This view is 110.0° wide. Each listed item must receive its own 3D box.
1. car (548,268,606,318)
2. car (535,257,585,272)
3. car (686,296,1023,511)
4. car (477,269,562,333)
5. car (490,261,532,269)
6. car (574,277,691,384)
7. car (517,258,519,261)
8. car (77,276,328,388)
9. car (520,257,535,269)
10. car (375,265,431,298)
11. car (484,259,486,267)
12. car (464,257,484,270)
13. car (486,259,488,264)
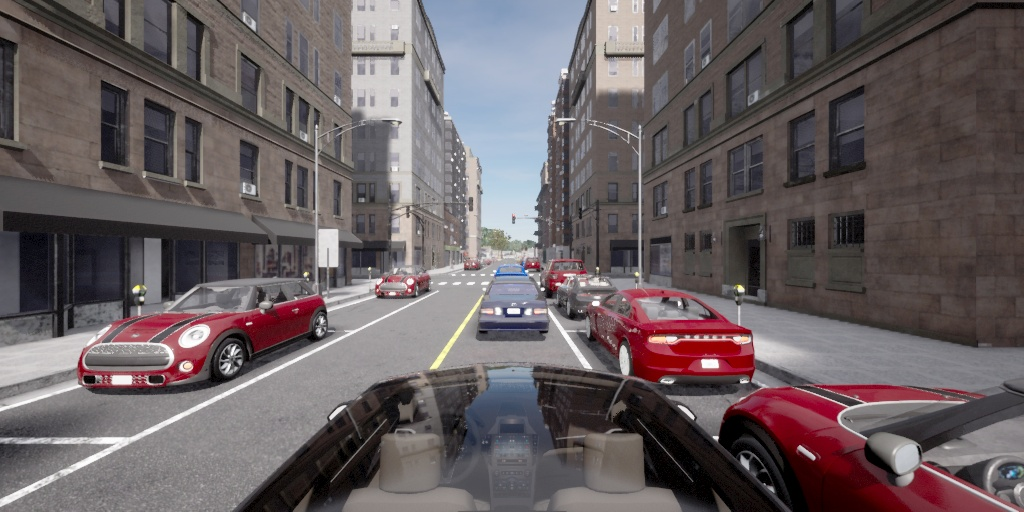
[{"bbox_3d":[2.597,1.300,12.667,2.007,1.370,4.403,0,0,0],"label":"car"},{"bbox_3d":[2.575,1.064,18.350,2.192,1.841,5.009,0,0,0],"label":"car"},{"bbox_3d":[2.642,1.190,1.303,1.967,1.591,4.097,0,0,0],"label":"car"},{"bbox_3d":[0.044,1.297,10.641,2.033,1.411,5.357,0,0,0],"label":"car"},{"bbox_3d":[-0.071,1.227,20.459,1.882,1.535,5.008,0,0,0],"label":"car"},{"bbox_3d":[2.619,1.295,6.985,1.888,1.381,4.507,0,0,0],"label":"car"},{"bbox_3d":[2.453,1.059,61.917,2.192,1.841,5.009,0,0,0],"label":"car"},{"bbox_3d":[-5.406,1.189,6.953,1.967,1.591,4.097,0,0,0],"label":"car"},{"bbox_3d":[2.531,1.061,45.406,2.192,1.841,5.009,0,0,0],"label":"car"},{"bbox_3d":[-5.450,1.189,18.317,1.967,1.591,4.097,0,0,0],"label":"car"},{"bbox_3d":[-5.629,1.311,56.380,1.948,1.339,4.313,0,0,0],"label":"car"},{"bbox_3d":[-5.610,1.060,50.877,2.192,1.841,5.009,0,0,0],"label":"car"},{"bbox_3d":[-5.648,1.294,61.884,2.007,1.370,4.403,0,0,0],"label":"car"}]
